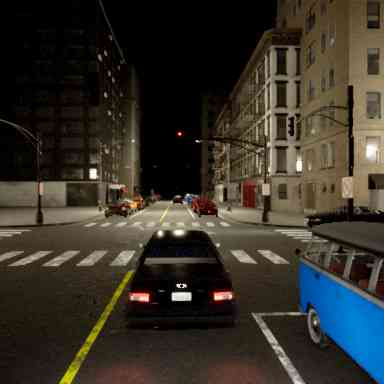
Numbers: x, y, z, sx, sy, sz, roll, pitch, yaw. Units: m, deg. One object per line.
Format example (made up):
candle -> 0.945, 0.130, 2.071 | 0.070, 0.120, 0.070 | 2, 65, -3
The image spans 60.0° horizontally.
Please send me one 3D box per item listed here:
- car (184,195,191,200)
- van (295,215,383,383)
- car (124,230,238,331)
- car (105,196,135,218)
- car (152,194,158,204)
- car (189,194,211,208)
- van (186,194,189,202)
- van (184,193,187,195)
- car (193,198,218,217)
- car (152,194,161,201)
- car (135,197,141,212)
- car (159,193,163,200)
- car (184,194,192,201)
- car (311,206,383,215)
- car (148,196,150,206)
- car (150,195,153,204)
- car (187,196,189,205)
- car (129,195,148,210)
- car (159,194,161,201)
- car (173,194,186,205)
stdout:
car -> -1.203, 1.525, 90.026 | 1.887, 1.381, 4.507 | 0, 0, -2
van -> 2.534, 1.341, 3.723 | 1.690, 1.788, 3.998 | 0, 0, -2
car -> -0.260, 1.547, 7.278 | 2.033, 1.411, 5.357 | 0, 0, -2
car -> -6.646, 1.439, 30.231 | 1.967, 1.590, 4.097 | 0, 0, -2
car -> -8.050, 1.542, 62.657 | 2.008, 1.369, 4.403 | 0, 0, -2
car -> 1.137, 1.313, 35.982 | 2.192, 1.841, 5.009 | 0, 0, -2
van -> 0.435, 1.336, 52.196 | 1.690, 1.788, 3.998 | 0, 0, -2
van -> -0.501, 1.327, 73.813 | 1.690, 1.788, 3.998 | 0, 0, -2
car -> 1.371, 1.543, 30.578 | 1.887, 1.381, 4.507 | 0, 0, -2
car -> -8.986, 1.422, 84.275 | 1.967, 1.590, 4.097 | 0, 0, -2
car -> -6.873, 1.523, 35.465 | 1.752, 1.417, 4.829 | 0, 0, -2
car -> -8.752, 1.299, 78.870 | 2.192, 1.841, 5.009 | 0, 0, -2
car -> -0.969, 1.422, 84.622 | 1.967, 1.590, 4.097 | 0, 0, -2
car -> 8.970, 1.550, 19.227 | 4.902, 1.511, 2.128 | 0, 0, -3
car -> -7.341, 1.522, 46.274 | 1.752, 1.417, 4.829 | 0, 0, -2
car -> -7.582, 1.561, 51.848 | 1.947, 1.339, 4.313 | 0, 0, -2
car -> 0.669, 1.541, 46.791 | 1.887, 1.381, 4.507 | 0, 0, -2
car -> -7.115, 1.313, 41.039 | 2.192, 1.841, 5.009 | 0, 0, -2
car -> -8.518, 1.568, 73.466 | 1.802, 1.307, 4.206 | 0, 0, -2
car -> -2.571, 1.539, 60.650 | 2.033, 1.411, 5.357 | 0, 0, -2
